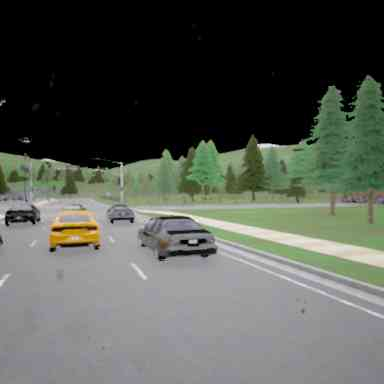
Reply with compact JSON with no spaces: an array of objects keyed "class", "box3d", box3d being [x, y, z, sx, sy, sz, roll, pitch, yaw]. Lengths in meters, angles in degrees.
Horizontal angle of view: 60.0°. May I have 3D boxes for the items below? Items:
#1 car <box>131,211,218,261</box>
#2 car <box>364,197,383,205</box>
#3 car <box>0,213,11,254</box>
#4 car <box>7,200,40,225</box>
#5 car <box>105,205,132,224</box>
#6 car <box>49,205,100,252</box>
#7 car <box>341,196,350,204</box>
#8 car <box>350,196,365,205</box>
[{"class":"car","box3d":[-0.796,1.620,12.788,2.033,1.411,5.357,0,0,-19]},{"class":"car","box3d":[34.512,1.759,60.089,5.357,1.411,2.033,0,0,-19]},{"class":"car","box3d":[-7.381,1.635,10.412,2.033,1.411,5.357,0,0,-19]},{"class":"car","box3d":[-12.780,1.668,25.363,1.882,1.535,5.008,0,-1,-19]},{"class":"car","box3d":[-5.911,1.718,26.924,2.033,1.411,5.357,0,0,-19]},{"class":"car","box3d":[-5.189,1.579,14.735,1.882,1.535,5.008,0,0,-19]},{"class":"car","box3d":[32.214,1.537,66.701,4.553,1.767,2.097,0,0,-19]},{"class":"car","box3d":[33.337,1.685,63.385,4.902,1.511,2.128,0,0,-19]}]
